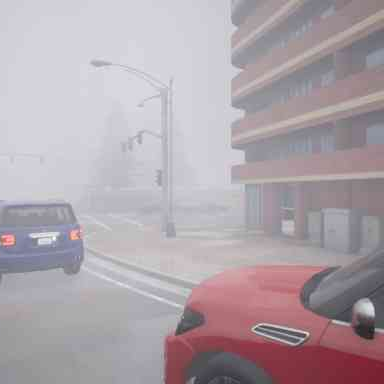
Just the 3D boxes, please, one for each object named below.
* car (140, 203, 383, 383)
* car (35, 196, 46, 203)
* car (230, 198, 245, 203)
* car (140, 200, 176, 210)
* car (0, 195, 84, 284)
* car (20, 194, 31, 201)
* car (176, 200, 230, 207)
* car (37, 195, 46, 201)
[{"bbox_3d":[2.364,1.221,2.441,5.566,2.045,2.150,0,0,36],"label":"car"},{"bbox_3d":[-33.261,1.540,73.024,2.033,1.411,5.357,0,0,-23],"label":"car"},{"bbox_3d":[5.172,1.533,39.723,5.008,1.535,1.882,0,0,-23],"label":"car"},{"bbox_3d":[-3.352,1.581,36.150,4.674,1.442,1.812,0,0,-23],"label":"car"},{"bbox_3d":[-4.941,1.221,9.792,2.150,2.045,5.566,0,0,-36],"label":"car"},{"bbox_3d":[-40.464,1.355,81.017,2.097,1.767,4.553,0,0,-23],"label":"car"},{"bbox_3d":[1.105,1.656,34.237,4.718,1.301,1.895,0,0,-23],"label":"car"},{"bbox_3d":[-37.290,1.478,82.497,1.882,1.535,5.008,0,0,-23],"label":"car"}]
